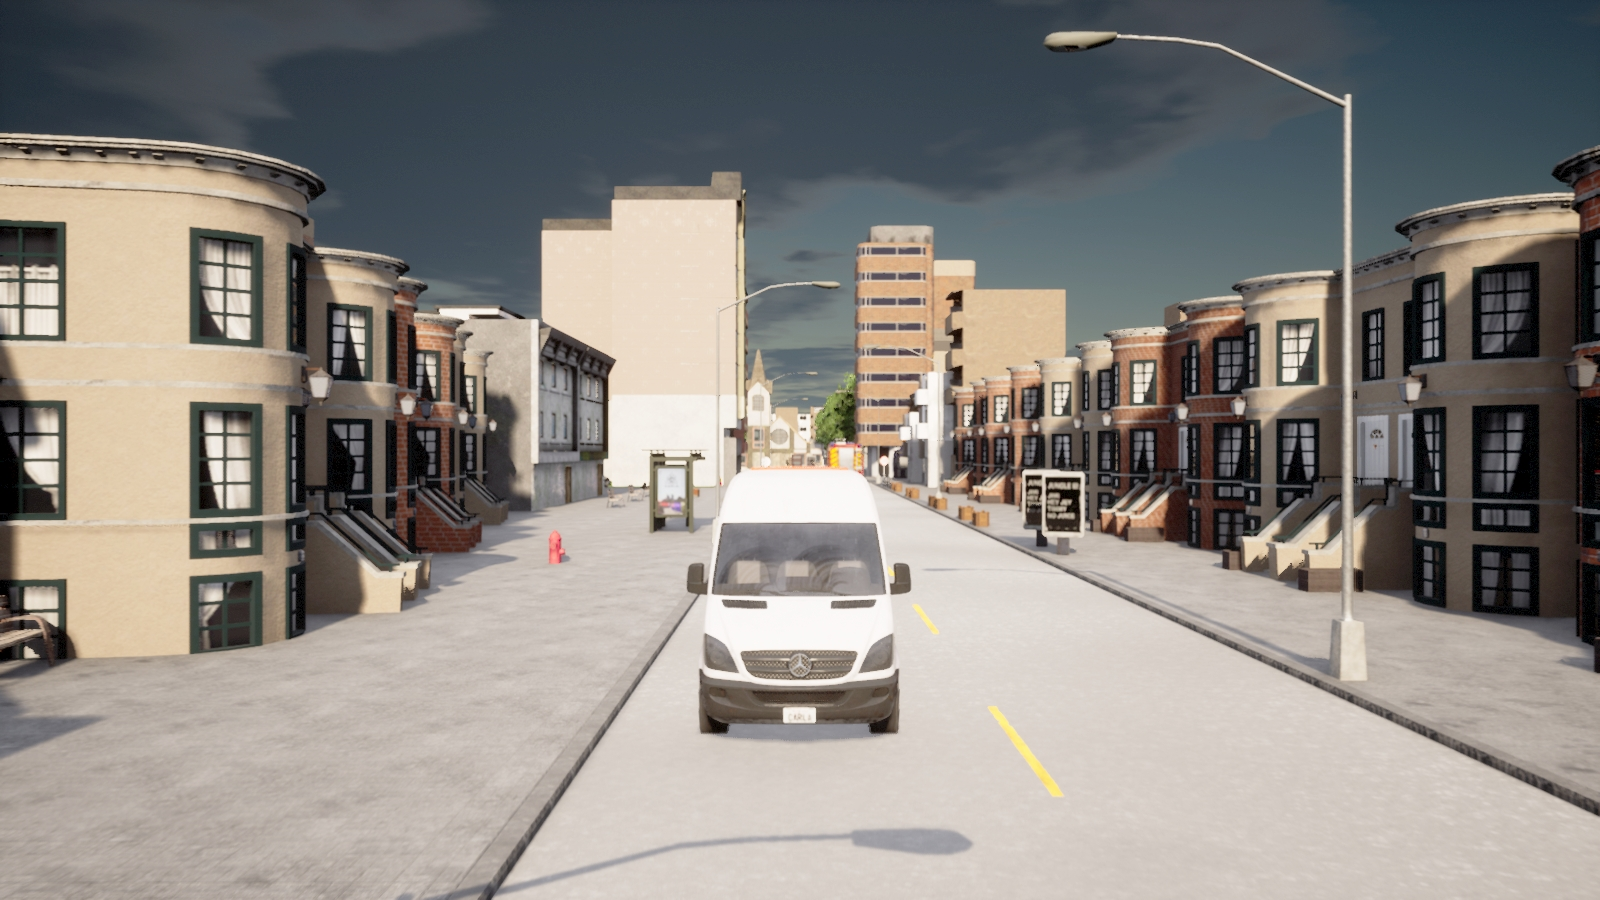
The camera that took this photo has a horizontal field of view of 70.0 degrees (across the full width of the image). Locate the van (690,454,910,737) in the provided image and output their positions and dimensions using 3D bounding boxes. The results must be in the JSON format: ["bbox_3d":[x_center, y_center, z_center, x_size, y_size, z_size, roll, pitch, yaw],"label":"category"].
[{"bbox_3d":[-0.005,1.322,13.297,1.988,2.561,5.915,0,0,0],"label":"van"}]
